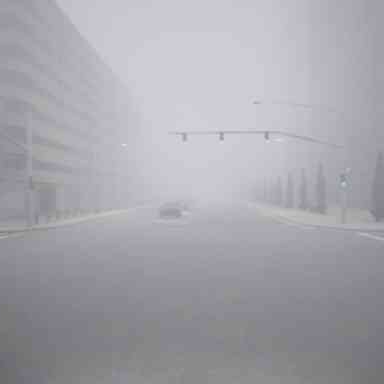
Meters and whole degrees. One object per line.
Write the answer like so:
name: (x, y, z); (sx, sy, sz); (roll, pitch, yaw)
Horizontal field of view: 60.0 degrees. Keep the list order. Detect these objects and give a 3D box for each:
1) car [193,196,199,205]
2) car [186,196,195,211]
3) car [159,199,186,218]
car: (0.216, 1.626, 64.160); (2.097, 1.767, 4.553); (-1, 0, 4)
car: (-1.224, 1.687, 44.190); (2.128, 1.511, 4.902); (-1, 0, 4)
car: (-1.998, 1.634, 32.341); (1.882, 1.535, 5.008); (-1, 0, 3)
